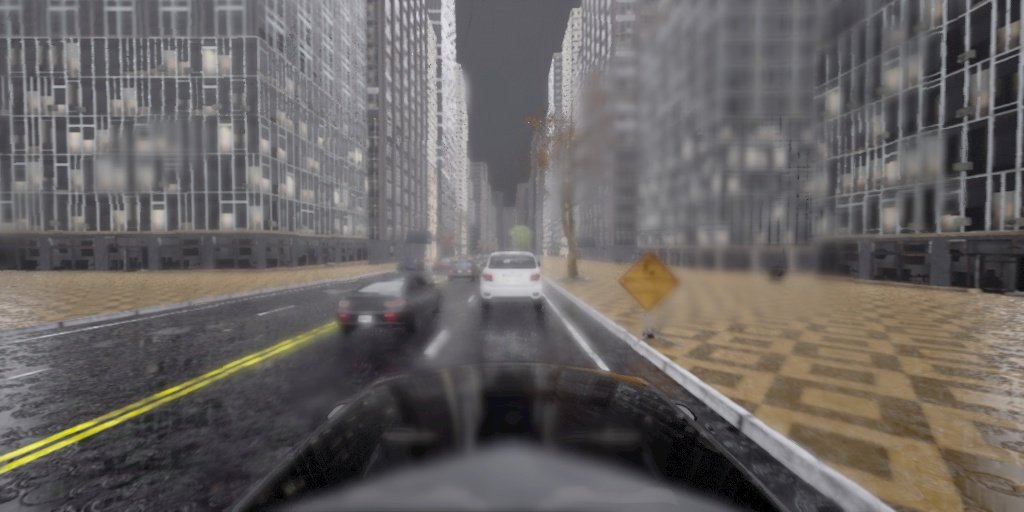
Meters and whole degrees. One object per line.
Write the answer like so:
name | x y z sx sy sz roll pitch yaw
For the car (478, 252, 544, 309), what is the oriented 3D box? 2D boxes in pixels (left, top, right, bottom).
car | 0.043 0.870 14.438 2.150 2.045 5.566 0 1 0

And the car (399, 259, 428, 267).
car | -10.001 1.038 36.594 2.033 1.411 5.357 0 0 0

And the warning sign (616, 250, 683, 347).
warning sign | 2.832 0.814 7.450 1.300 1.860 1.060 0 0 0

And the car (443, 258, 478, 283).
car | -3.266 1.111 25.848 2.033 1.411 5.357 0 1 0

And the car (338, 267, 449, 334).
car | -3.201 1.214 10.210 1.812 1.442 4.674 0 1 0

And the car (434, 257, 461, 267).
car | -6.749 1.007 36.952 1.812 1.442 4.674 0 0 0
